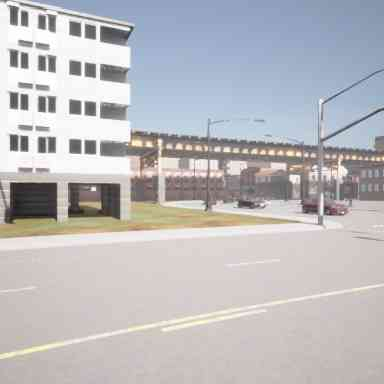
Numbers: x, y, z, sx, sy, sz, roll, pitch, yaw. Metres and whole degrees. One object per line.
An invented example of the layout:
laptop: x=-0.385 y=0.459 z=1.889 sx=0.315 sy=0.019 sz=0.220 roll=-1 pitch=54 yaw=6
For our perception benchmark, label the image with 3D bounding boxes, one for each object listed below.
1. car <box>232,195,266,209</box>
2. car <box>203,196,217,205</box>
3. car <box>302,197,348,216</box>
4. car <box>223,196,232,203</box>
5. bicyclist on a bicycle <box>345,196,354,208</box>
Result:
car: x=7.911 y=1.492 z=44.344 sx=2.128 sy=1.511 sz=4.902 roll=0 pitch=0 yaw=-25
car: x=3.068 y=1.478 z=57.687 sx=1.882 sy=1.535 sz=5.008 roll=0 pitch=1 yaw=-6
car: x=13.153 y=1.352 z=33.082 sx=2.097 sy=1.767 sz=4.553 roll=0 pitch=0 yaw=-25
car: x=7.284 y=1.491 z=66.460 sx=2.128 sy=1.511 sz=4.902 roll=0 pitch=0 yaw=12
bicyclist on a bicycle: x=20.487 y=1.303 z=43.306 sx=1.656 sy=1.620 sz=0.582 roll=0 pitch=0 yaw=-25
